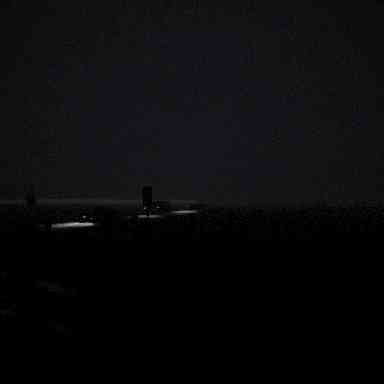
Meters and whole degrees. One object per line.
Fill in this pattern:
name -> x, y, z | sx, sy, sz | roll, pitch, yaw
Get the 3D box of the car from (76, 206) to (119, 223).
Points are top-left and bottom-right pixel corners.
car -> -8.227, 1.895, 29.233 | 1.994, 1.385, 4.181 | -1, -1, 19

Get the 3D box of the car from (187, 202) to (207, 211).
car -> 0.856, 2.333, 54.019 | 1.895, 1.301, 4.718 | -1, -1, 22

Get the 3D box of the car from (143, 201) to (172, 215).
car -> -4.168, 1.865, 40.829 | 2.097, 1.767, 4.553 | -1, -1, 20
